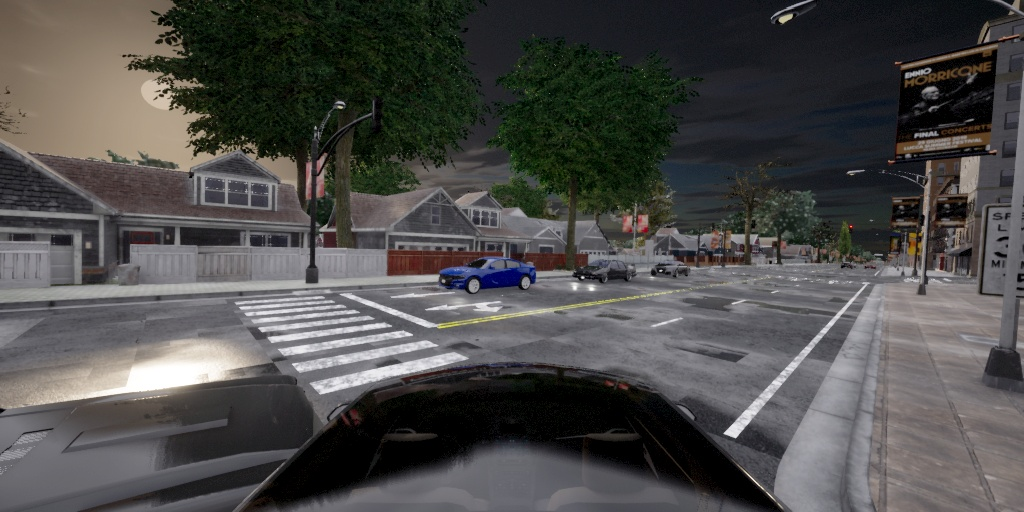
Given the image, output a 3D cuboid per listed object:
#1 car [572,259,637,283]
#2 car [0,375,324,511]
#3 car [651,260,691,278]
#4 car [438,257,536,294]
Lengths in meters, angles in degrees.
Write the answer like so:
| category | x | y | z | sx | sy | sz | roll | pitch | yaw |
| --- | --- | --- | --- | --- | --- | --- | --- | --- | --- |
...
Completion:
| category | x | y | z | sx | sy | sz | roll | pitch | yaw |
| --- | --- | --- | --- | --- | --- | --- | --- | --- | --- |
| car | 6.200 | 0.929 | 23.421 | 5.357 | 1.411 | 2.033 | 1 | 2 | -44 |
| car | -3.316 | 1.277 | 1.382 | 4.718 | 1.301 | 1.895 | 1 | 2 | -34 |
| car | 13.446 | 1.022 | 30.293 | 4.181 | 1.385 | 1.994 | 1 | 2 | -44 |
| car | -1.013 | 0.787 | 16.551 | 5.008 | 1.535 | 1.882 | 1 | 2 | -44 |
